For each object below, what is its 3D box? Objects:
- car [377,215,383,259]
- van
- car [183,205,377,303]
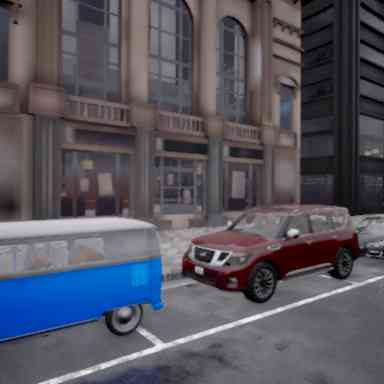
[{"bbox_3d":[6.779,1.491,11.593,4.403,1.369,2.008,0,1,-36],"label":"car"},{"bbox_3d":[-2.378,1.337,5.056,3.998,1.788,1.690,0,1,-36],"label":"van"},{"bbox_3d":[2.201,1.283,8.324,5.009,1.841,2.192,0,1,-36],"label":"car"}]
